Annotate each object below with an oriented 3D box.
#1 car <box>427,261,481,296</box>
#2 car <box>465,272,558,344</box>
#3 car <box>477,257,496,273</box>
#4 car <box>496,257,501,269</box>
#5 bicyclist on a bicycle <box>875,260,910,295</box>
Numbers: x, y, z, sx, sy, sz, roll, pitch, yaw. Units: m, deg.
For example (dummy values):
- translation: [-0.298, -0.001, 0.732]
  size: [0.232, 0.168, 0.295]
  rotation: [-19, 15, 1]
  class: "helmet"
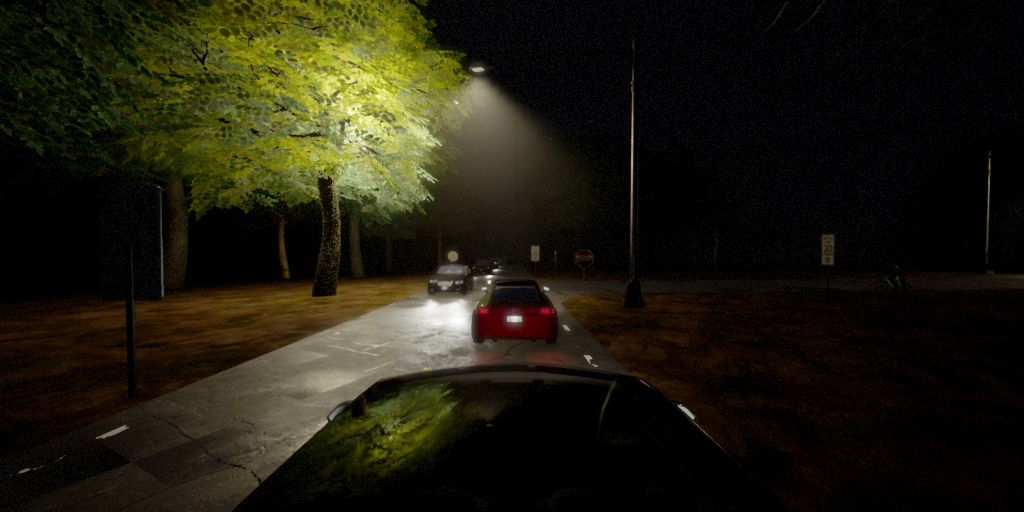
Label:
- translation: [-3.095, 1.206, 18.920]
  size: [2.128, 1.511, 4.902]
  rotation: [1, 0, 0]
  class: "car"
- translation: [0.088, 1.308, 9.631]
  size: [1.994, 1.385, 4.181]
  rotation: [0, 0, 1]
  class: "car"
- translation: [-3.088, 1.148, 38.029]
  size: [1.882, 1.535, 5.008]
  rotation: [1, 0, 0]
  class: "car"
- translation: [-3.081, 0.971, 51.698]
  size: [2.097, 1.767, 4.553]
  rotation: [0, 0, 0]
  class: "car"
- translation: [18.546, 1.038, 17.518]
  size: [0.582, 1.620, 1.656]
  rotation: [-1, 0, 0]
  class: "bicyclist on a bicycle"
